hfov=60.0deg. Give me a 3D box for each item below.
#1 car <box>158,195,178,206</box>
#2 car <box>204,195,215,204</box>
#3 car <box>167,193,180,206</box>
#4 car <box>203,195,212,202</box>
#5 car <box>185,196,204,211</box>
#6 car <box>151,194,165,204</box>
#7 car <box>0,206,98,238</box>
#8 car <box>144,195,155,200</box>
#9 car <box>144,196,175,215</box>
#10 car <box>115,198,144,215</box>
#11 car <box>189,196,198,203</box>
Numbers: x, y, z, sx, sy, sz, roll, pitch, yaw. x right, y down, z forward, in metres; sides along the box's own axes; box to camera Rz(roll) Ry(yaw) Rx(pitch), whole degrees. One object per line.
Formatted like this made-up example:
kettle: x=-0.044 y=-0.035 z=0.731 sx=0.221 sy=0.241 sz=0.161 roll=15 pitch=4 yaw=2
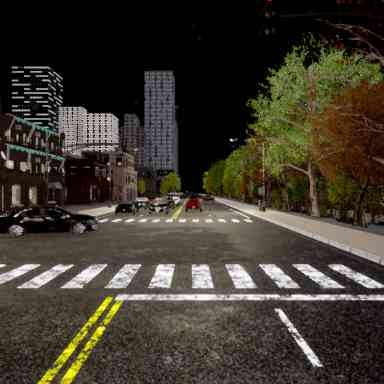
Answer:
car: x=-3.244 y=1.490 z=44.504 sx=1.837 sy=1.490 sz=4.892 roll=0 pitch=0 yaw=0
car: x=3.480 y=1.468 z=64.015 sx=2.128 sy=1.511 sz=4.902 roll=0 pitch=0 yaw=0
car: x=-3.206 y=1.202 z=55.229 sx=2.150 sy=2.045 sz=5.566 roll=0 pitch=0 yaw=1
car: x=3.399 y=1.448 z=74.284 sx=1.882 sy=1.535 sz=5.008 roll=0 pitch=0 yaw=0
car: x=0.185 y=1.512 z=39.930 sx=1.812 sy=1.442 sz=4.674 roll=0 pitch=0 yaw=0
car: x=-6.425 y=1.329 z=62.643 sx=2.097 sy=1.767 sz=4.553 roll=0 pitch=0 yaw=1
car: x=-7.483 y=1.502 z=17.405 sx=4.892 sy=1.490 sz=1.837 roll=-1 pitch=1 yaw=-19
car: x=-6.504 y=1.477 z=42.832 sx=2.128 sy=1.511 sz=4.902 roll=0 pitch=0 yaw=0
car: x=-3.272 y=1.481 z=34.262 sx=2.128 sy=1.511 sz=4.902 roll=0 pitch=0 yaw=0
car: x=-6.524 y=1.554 z=33.955 sx=1.994 sy=1.385 sz=4.181 roll=0 pitch=0 yaw=0
car: x=0.243 y=1.500 z=67.101 sx=1.812 sy=1.442 sz=4.674 roll=0 pitch=0 yaw=0
